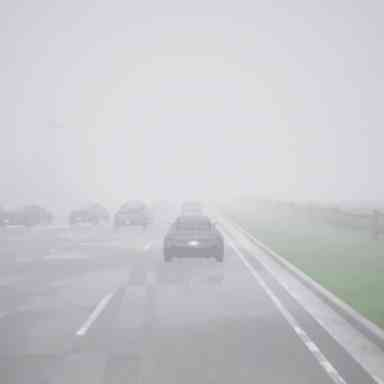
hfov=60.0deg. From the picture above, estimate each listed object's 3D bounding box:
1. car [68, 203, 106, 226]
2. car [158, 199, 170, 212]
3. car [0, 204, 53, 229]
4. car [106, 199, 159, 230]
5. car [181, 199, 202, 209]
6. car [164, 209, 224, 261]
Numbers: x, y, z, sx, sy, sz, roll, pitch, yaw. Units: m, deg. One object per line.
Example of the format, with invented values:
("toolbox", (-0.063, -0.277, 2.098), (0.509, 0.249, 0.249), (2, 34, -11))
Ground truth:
("car", (-7.010, 1.478, 22.915), (1.812, 1.442, 4.674), (0, 0, 0))
("car", (-3.572, 1.461, 38.237), (2.033, 1.411, 5.357), (0, 0, 0))
("car", (-10.506, 1.486, 21.154), (1.812, 1.442, 4.674), (0, 0, 0))
("car", (-3.491, 1.447, 20.564), (2.128, 1.511, 4.902), (0, 0, 0))
("car", (-0.044, 1.417, 32.131), (2.128, 1.511, 4.902), (0, 0, 0))
("car", (0.047, 1.535, 12.208), (1.994, 1.385, 4.181), (0, 0, 0))
